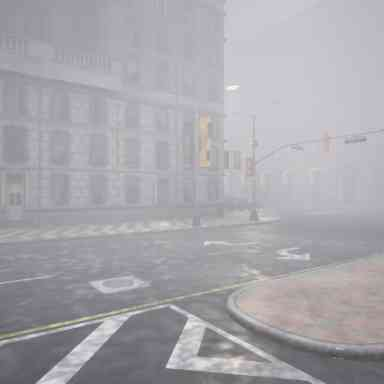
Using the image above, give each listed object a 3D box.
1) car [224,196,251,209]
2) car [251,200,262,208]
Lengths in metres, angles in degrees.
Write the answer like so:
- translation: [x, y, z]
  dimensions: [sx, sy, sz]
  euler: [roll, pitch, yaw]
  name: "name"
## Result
- translation: [5.030, 1.352, 43.812]
  dimensions: [2.097, 1.767, 4.553]
  euler: [0, 0, -35]
  name: "car"
- translation: [7.284, 1.547, 46.668]
  dimensions: [2.033, 1.411, 5.357]
  euler: [0, 0, -36]
  name: "car"
